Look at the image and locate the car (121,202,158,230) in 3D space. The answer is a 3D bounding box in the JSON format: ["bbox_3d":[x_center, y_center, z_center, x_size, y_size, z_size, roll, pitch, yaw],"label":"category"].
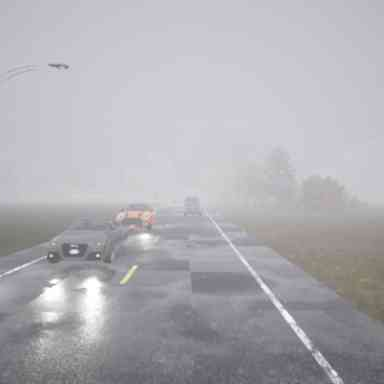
[{"bbox_3d":[-3.547,1.482,22.141,2.097,1.767,4.553,0,0,1],"label":"car"}]

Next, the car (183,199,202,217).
[{"bbox_3d":[0.081,1.742,33.998,2.033,1.411,5.357,0,0,0],"label":"car"}]

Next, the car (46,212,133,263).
[{"bbox_3d":[-3.597,1.637,12.115,1.994,1.385,4.181,0,0,-1],"label":"car"}]

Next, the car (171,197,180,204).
[{"bbox_3d":[-3.512,1.839,72.742,2.033,1.411,5.357,0,0,0],"label":"car"}]

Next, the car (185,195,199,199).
[{"bbox_3d":[0.002,1.476,45.593,2.150,2.045,5.566,0,0,0],"label":"car"}]
